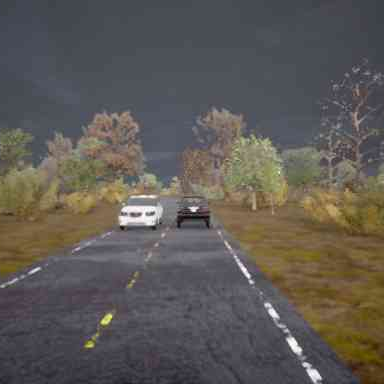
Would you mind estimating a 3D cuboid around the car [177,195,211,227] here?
[{"bbox_3d":[0.109,1.216,22.955,2.150,2.045,5.566,0,0,0],"label":"car"}]

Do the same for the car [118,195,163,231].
[{"bbox_3d":[-3.071,1.219,21.073,2.150,2.045,5.566,0,0,0],"label":"car"}]

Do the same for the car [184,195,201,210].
[{"bbox_3d":[0.087,1.330,42.518,2.097,1.767,4.553,0,0,0],"label":"car"}]
